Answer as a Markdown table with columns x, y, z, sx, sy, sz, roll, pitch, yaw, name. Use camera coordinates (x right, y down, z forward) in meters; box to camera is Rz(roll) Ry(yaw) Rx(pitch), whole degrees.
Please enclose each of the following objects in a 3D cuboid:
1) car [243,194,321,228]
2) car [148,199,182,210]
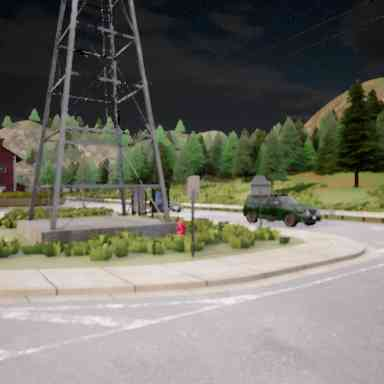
| x | y | z | sx | sy | sz | roll | pitch | yaw | name |
| --- | --- | --- | --- | --- | --- | --- | --- | --- | --- |
| 5.821 | 1.160 | 22.319 | 2.150 | 2.045 | 5.566 | 0 | 1 | -34 | car |
| -2.943 | 1.471 | 35.288 | 2.128 | 1.511 | 4.902 | 0 | 0 | -34 | car |
